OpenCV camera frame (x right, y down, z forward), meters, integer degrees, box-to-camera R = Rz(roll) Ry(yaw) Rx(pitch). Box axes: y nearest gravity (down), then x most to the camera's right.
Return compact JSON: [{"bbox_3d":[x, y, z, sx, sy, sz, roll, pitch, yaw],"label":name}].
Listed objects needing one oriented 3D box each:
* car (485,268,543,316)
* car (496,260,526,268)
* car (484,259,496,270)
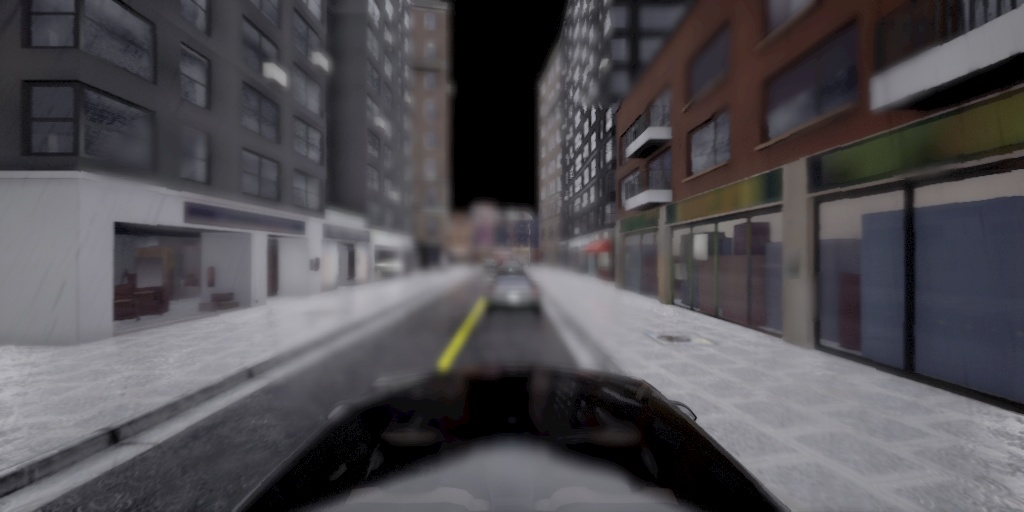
[{"bbox_3d":[0.067,1.297,13.379,1.994,1.385,4.181,0,0,0],"label":"car"},{"bbox_3d":[0.060,1.064,28.351,2.097,1.767,4.553,0,0,0],"label":"car"},{"bbox_3d":[-2.588,1.188,47.864,1.837,1.490,4.892,0,0,0],"label":"car"}]
